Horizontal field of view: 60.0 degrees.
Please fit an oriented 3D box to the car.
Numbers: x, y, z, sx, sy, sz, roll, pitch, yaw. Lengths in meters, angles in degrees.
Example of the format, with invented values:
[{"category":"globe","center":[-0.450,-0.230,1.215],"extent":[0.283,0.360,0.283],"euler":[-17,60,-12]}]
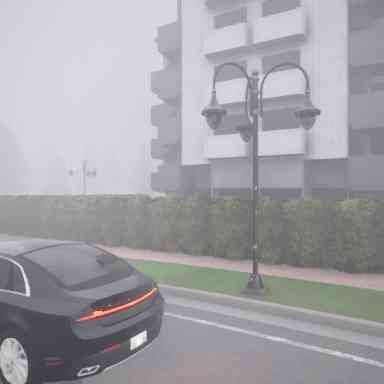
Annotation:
[{"category":"car","center":[-2.717,1.505,5.169],"extent":[4.892,1.490,1.837],"euler":[0,0,31]}]
